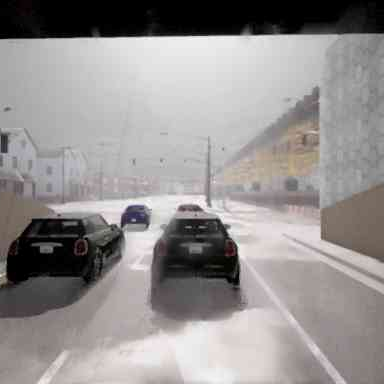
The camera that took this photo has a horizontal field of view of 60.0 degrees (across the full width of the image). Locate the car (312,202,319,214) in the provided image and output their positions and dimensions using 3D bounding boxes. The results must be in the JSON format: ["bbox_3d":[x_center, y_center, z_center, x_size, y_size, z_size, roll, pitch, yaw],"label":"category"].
[{"bbox_3d":[14.039,1.500,34.156,2.038,1.542,4.974,0,0,45],"label":"car"}]

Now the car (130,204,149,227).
[{"bbox_3d":[-3.735,1.557,22.651,1.812,1.442,4.674,0,0,-4],"label":"car"}]

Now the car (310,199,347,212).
[{"bbox_3d":[14.075,1.342,34.193,1.853,1.218,4.536,0,0,45],"label":"car"}]

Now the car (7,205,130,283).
[{"bbox_3d":[-3.404,1.368,9.913,2.097,1.767,4.553,0,0,0],"label":"car"}]

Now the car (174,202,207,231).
[{"bbox_3d":[-0.217,1.508,22.289,1.882,1.535,5.008,0,0,-4],"label":"car"}]

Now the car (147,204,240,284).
[{"bbox_3d":[0.095,1.365,9.751,2.097,1.767,4.553,0,0,0],"label":"car"}]
